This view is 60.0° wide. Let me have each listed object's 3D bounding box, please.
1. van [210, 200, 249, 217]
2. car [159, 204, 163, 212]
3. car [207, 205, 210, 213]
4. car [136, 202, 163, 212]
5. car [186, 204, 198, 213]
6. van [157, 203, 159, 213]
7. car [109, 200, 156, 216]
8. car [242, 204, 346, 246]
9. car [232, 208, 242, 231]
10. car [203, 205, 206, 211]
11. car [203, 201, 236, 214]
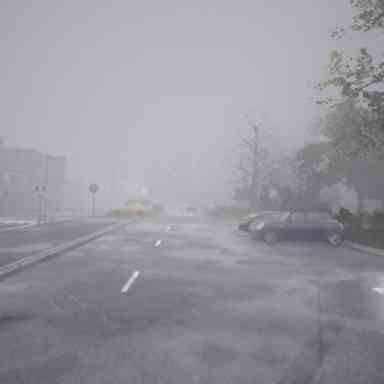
[{"bbox_3d":[4.788,2.047,40.717,4.442,1.987,1.878,1,-2,0],"label":"van"},{"bbox_3d":[-7.456,2.288,53.402,5.566,2.045,2.435,1,-2,-1],"label":"car"},{"bbox_3d":[5.061,2.360,43.505,5.366,1.575,1.946,1,-2,0],"label":"car"},{"bbox_3d":[-7.537,2.674,59.344,4.553,1.767,2.185,1,-3,-1],"label":"car"},{"bbox_3d":[-0.039,3.087,62.531,1.837,1.490,4.892,0,-3,5],"label":"car"},{"bbox_3d":[-7.305,2.080,47.214,4.442,1.987,1.878,1,-2,-1],"label":"van"},{"bbox_3d":[-7.555,2.102,41.252,5.366,1.575,1.946,1,-2,0],"label":"car"},{"bbox_3d":[5.130,1.677,16.753,4.553,1.767,2.185,1,-1,0],"label":"car"},{"bbox_3d":[5.054,1.887,19.921,4.674,1.452,2.002,1,-1,0],"label":"car"},{"bbox_3d":[4.776,2.408,51.885,5.566,2.045,2.435,1,-3,-1],"label":"car"},{"bbox_3d":[4.701,2.642,57.342,5.566,2.045,2.435,1,-3,-1],"label":"car"}]
